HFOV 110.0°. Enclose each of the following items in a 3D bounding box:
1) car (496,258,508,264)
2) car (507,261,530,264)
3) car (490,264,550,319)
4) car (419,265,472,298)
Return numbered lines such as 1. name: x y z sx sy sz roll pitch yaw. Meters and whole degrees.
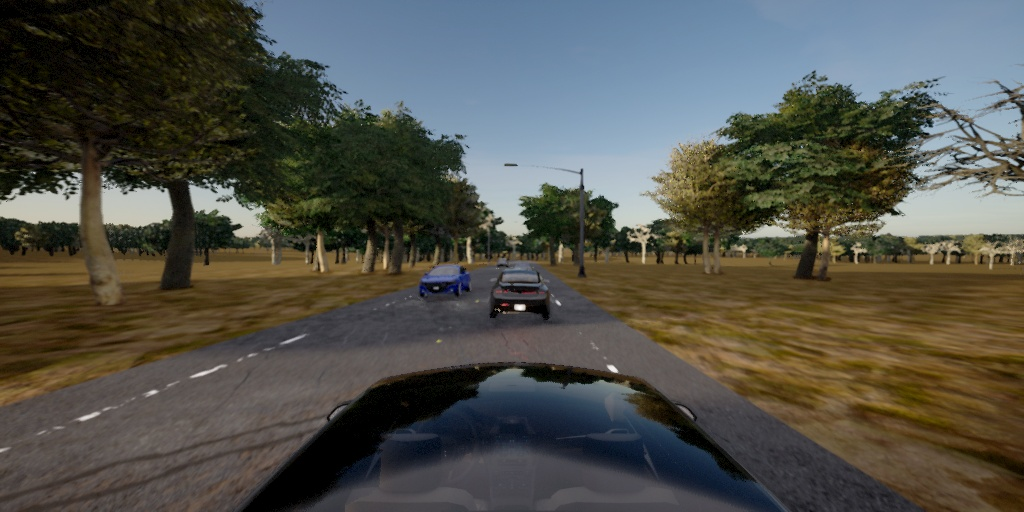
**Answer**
1. car: -1.543 1.190 60.656 1.837 1.490 4.892 -1 1 3
2. car: 0.924 1.252 31.507 2.033 1.411 5.357 0 1 3
3. car: 0.280 1.200 12.538 1.837 1.490 4.892 1 0 1
4. car: -3.285 1.192 18.378 1.882 1.535 5.008 -2 -1 2
